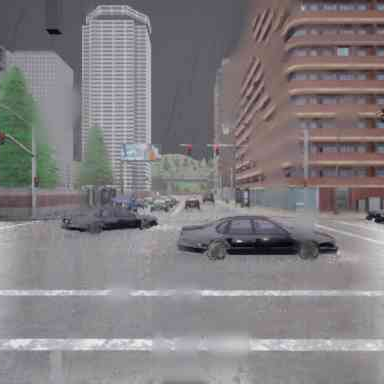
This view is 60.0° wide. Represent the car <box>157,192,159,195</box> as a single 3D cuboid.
[{"bbox_3d":[-7.127,1.352,64.787,2.097,1.767,4.553,0,0,0],"label":"car"}]

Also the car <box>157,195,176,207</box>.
[{"bbox_3d":[-3.652,1.526,47.355,1.812,1.442,4.674,0,0,0],"label":"car"}]

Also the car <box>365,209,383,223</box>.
[{"bbox_3d":[15.002,1.492,23.249,5.357,1.411,2.033,0,0,-12],"label":"car"}]

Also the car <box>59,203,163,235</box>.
[{"bbox_3d":[-4.543,1.539,18.664,5.357,1.411,2.033,0,0,-41],"label":"car"}]

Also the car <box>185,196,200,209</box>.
[{"bbox_3d":[0.041,1.477,45.696,1.882,1.535,5.008,0,0,0],"label":"car"}]

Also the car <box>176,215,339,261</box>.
[{"bbox_3d":[2.118,1.534,11.603,5.357,1.411,2.033,0,0,0],"label":"car"}]

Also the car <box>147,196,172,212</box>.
[{"bbox_3d":[-3.647,1.526,38.259,1.812,1.442,4.674,0,0,0],"label":"car"}]

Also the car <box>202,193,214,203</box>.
[{"bbox_3d":[3.412,1.221,68.680,2.150,2.045,5.566,0,0,0],"label":"car"}]

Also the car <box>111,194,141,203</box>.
[{"bbox_3d":[-7.146,1.222,35.199,2.150,2.045,5.566,0,0,0],"label":"car"}]

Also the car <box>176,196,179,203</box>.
[{"bbox_3d":[-3.656,1.547,57.066,2.033,1.411,5.357,0,0,0],"label":"car"}]

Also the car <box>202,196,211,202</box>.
[{"bbox_3d":[3.400,1.576,78.247,1.895,1.301,4.718,0,0,0],"label":"car"}]

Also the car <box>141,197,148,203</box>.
[{"bbox_3d":[-7.158,1.547,45.449,2.033,1.411,5.357,0,0,0],"label":"car"}]

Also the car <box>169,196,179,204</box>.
[{"bbox_3d":[-3.607,1.526,67.022,1.812,1.442,4.674,0,0,0],"label":"car"}]

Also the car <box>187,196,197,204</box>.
[{"bbox_3d":[0.031,1.525,64.709,1.812,1.442,4.674,0,0,0],"label":"car"}]
